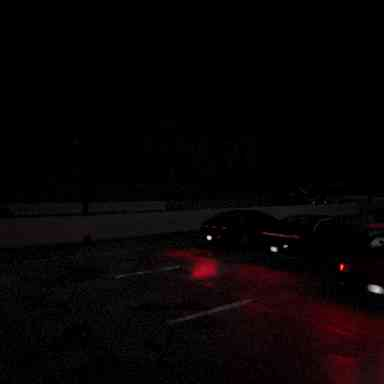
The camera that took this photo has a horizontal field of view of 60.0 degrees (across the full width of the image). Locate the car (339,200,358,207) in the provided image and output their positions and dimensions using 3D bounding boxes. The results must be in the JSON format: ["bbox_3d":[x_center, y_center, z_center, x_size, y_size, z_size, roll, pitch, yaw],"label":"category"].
[{"bbox_3d":[23.054,1.696,49.258,2.128,1.511,4.902,0,0,40],"label":"car"}]

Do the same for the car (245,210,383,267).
[{"bbox_3d":[4.406,1.537,11.643,4.902,1.511,2.128,0,0,-38],"label":"car"}]

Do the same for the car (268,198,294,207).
[{"bbox_3d":[15.064,1.788,56.067,2.033,1.411,5.357,0,0,40],"label":"car"}]

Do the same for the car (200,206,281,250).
[{"bbox_3d":[2.579,1.558,14.664,4.892,1.490,1.837,0,0,-38],"label":"car"}]

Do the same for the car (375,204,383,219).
[{"bbox_3d":[16.377,1.591,26.776,5.008,1.535,1.882,0,0,-44],"label":"car"}]

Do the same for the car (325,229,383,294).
[{"bbox_3d":[5.383,1.635,7.937,4.718,1.301,1.895,0,0,-38],"label":"car"}]
